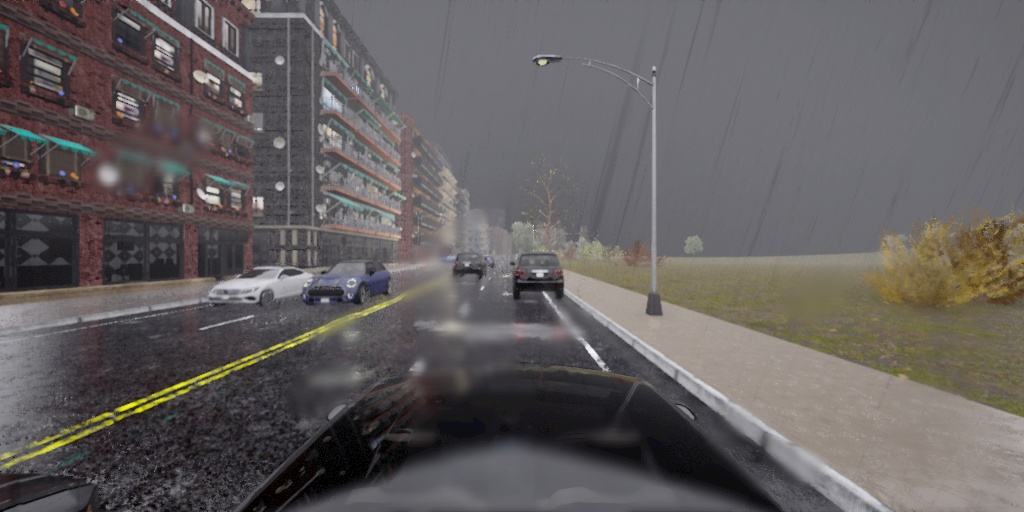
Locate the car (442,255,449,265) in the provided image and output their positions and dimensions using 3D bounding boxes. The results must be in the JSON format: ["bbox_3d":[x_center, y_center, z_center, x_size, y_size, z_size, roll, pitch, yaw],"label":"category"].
[{"bbox_3d":[-9.951,0.633,57.819,1.882,1.535,5.008,0,0,0],"label":"car"}]

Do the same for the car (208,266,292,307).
[{"bbox_3d":[-9.877,1.140,14.693,1.812,1.442,4.674,0,1,0],"label":"car"}]

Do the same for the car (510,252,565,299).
[{"bbox_3d":[1.104,0.816,16.889,2.150,2.045,5.566,0,1,0],"label":"car"}]

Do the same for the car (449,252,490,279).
[{"bbox_3d":[-3.209,0.695,28.186,2.150,2.045,5.566,0,1,0],"label":"car"}]

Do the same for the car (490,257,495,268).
[{"bbox_3d":[-3.247,0.803,46.466,1.812,1.442,4.674,0,0,0],"label":"car"}]

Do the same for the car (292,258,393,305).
[{"bbox_3d":[-6.629,0.963,14.941,2.097,1.767,4.553,0,1,0],"label":"car"}]
